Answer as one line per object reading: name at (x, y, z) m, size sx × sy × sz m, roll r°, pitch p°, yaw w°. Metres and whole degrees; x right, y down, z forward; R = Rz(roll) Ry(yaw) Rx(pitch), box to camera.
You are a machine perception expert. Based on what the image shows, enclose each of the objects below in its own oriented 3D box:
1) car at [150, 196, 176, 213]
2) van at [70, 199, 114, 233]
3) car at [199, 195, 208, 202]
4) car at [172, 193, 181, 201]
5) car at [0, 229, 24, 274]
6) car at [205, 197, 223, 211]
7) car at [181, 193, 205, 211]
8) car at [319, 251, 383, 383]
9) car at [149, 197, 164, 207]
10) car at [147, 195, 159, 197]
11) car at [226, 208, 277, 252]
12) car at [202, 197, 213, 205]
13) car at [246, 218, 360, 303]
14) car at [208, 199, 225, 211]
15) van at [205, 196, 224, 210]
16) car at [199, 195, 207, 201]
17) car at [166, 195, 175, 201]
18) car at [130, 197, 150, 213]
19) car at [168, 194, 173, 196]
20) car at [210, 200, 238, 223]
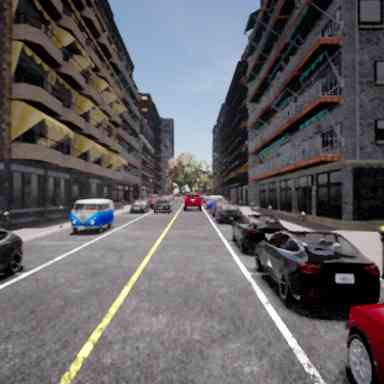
car at (-3.103, 1.493, 36.070) m, size 1.837 × 1.490 × 4.892 m, roll 0°, pitch 0°, yaw 0°
van at (-5.676, 1.335, 19.288) m, size 1.690 × 1.788 × 3.998 m, roll 1°, pitch 0°, yaw 0°
car at (2.687, 1.522, 76.316) m, size 1.887 × 1.381 × 4.507 m, roll 1°, pitch 0°, yaw 0°
car at (-3.017, 1.365, 76.787) m, size 1.882 × 1.535 × 5.008 m, roll 0°, pitch 0°, yaw 0°
car at (-5.678, 1.563, 7.895) m, size 1.947 × 1.339 × 4.313 m, roll 1°, pitch 0°, yaw 0°
car at (2.697, 1.427, 42.138) m, size 1.967 × 1.590 × 4.097 m, roll 1°, pitch 0°, yaw 0°
car at (0.095, 1.203, 41.608) m, size 2.150 × 2.045 × 5.566 m, roll 0°, pitch -1°, yaw 0°
car at (2.704, 1.544, 2.263) m, size 1.887 × 1.381 × 4.507 m, roll 1°, pitch 0°, yaw 0°
car at (-5.689, 1.528, 53.467) m, size 1.887 × 1.381 × 4.507 m, roll 1°, pitch 0°, yaw 0°
car at (-5.683, 1.300, 47.770) m, size 2.192 × 1.841 × 5.009 m, roll 1°, pitch 0°, yaw 0°
car at (2.701, 1.561, 13.655) m, size 1.947 × 1.339 × 4.313 m, roll 1°, pitch 0°, yaw 0°
car at (2.690, 1.564, 59.226) m, size 1.802 × 1.307 × 4.206 m, roll 1°, pitch 0°, yaw 0°
car at (2.702, 1.563, 7.959) m, size 1.947 × 1.339 × 4.313 m, roll 1°, pitch 0°, yaw 0°
car at (2.697, 1.572, 30.745) m, size 1.802 × 1.307 × 4.206 m, roll 1°, pitch 0°, yaw 0°
van at (2.700, 1.329, 36.441) m, size 1.690 × 1.788 × 3.998 m, roll 1°, pitch 0°, yaw 0°
car at (2.685, 1.521, 82.012) m, size 1.887 × 1.381 × 4.507 m, roll 1°, pitch 0°, yaw 0°
car at (-5.663, 1.526, 87.644) m, size 2.008 × 1.369 × 4.403 m, roll 1°, pitch 0°, yaw 0°
car at (-5.684, 1.539, 36.377) m, size 2.008 × 1.369 × 4.403 m, roll 1°, pitch 0°, yaw 0°
car at (-5.665, 1.504, 70.385) m, size 1.752 × 1.417 × 4.829 m, roll 1°, pitch 0°, yaw 0°
car at (2.699, 1.542, 25.048) m, size 2.008 × 1.369 × 4.403 m, roll 1°, pitch 0°, yaw 0°
